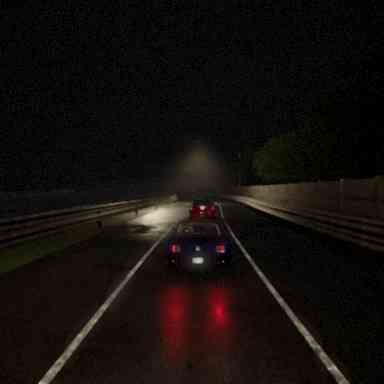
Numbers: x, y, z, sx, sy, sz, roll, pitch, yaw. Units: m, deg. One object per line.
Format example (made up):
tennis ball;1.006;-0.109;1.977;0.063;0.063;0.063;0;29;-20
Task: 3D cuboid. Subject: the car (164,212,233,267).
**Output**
car;0.245;1.562;11.213;1.895;1.301;4.718;0;0;2

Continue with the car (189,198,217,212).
car;0.925;1.257;27.207;2.097;1.767;4.553;0;0;4
